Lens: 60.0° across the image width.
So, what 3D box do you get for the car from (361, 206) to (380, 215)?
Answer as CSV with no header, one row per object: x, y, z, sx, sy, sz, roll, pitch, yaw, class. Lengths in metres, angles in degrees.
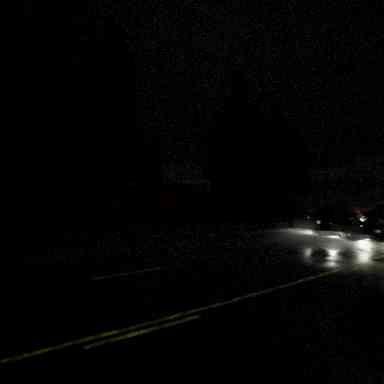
30.391,3.144,56.878,1.882,1.535,5.008,1,-2,17,car

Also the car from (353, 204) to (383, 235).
10.890,1.433,18.306,2.097,1.767,4.553,0,-1,44,car

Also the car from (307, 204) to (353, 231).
9.173,1.590,21.527,1.837,1.490,4.892,1,-1,43,car
